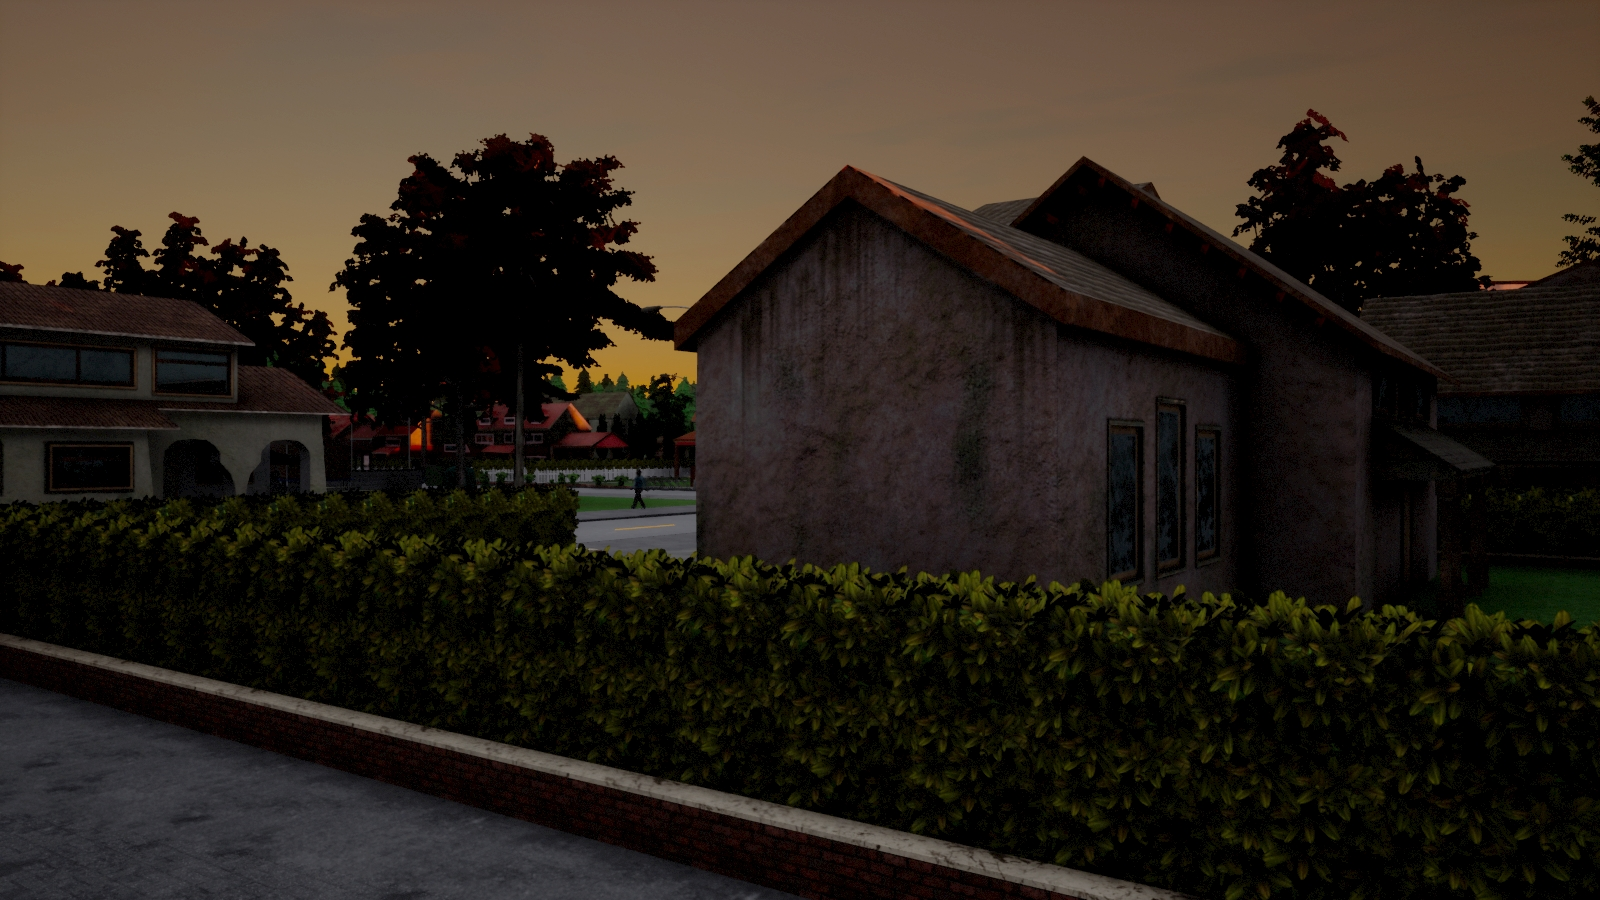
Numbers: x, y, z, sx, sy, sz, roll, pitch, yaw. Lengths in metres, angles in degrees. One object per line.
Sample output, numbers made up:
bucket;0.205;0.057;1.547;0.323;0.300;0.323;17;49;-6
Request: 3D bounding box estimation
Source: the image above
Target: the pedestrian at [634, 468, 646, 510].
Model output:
pedestrian;-7.136;1.733;50.853;0.375;1.860;0.375;0;0;31
